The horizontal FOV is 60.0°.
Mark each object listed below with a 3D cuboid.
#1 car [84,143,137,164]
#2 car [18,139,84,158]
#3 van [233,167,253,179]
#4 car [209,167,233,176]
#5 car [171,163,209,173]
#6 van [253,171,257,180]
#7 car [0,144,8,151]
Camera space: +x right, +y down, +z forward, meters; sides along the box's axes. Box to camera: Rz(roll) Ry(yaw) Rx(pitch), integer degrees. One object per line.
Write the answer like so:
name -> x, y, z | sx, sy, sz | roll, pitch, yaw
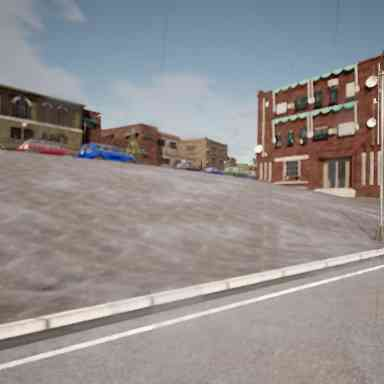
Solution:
car -> -7.904, -3.313, 31.468 | 2.435, 2.045, 5.566 | 0, -1, 44
car -> -11.777, -3.344, 27.408 | 2.185, 1.767, 4.553 | 0, -1, 45
van -> 6.573, -2.442, 48.354 | 1.878, 1.987, 4.442 | 0, -2, 39
car -> 2.987, -2.425, 43.952 | 2.002, 1.452, 4.674 | 0, -2, 40
car -> -0.574, -2.646, 39.710 | 2.002, 1.452, 4.674 | 0, -2, 41
van -> 9.957, -2.177, 52.731 | 1.878, 1.987, 4.442 | 0, -2, 38
car -> -15.742, -3.354, 23.400 | 4.892, 1.521, 2.231 | 2, -1, -44
